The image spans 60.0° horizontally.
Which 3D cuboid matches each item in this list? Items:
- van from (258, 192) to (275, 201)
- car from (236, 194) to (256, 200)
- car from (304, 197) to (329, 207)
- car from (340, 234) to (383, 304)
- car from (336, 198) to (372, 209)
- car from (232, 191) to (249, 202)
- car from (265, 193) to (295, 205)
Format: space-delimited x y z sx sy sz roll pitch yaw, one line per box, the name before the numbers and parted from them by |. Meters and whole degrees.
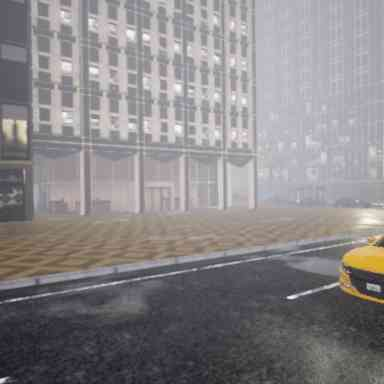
van | 14.555 0.829 65.680 1.690 1.788 3.998 -1 1 -34
car | 11.341 1.019 70.370 1.802 1.307 4.206 -1 1 -34
car | 17.196 1.364 46.823 1.802 1.307 4.206 -1 1 -34
car | 5.335 1.472 7.506 5.008 1.535 1.882 0 0 -36
car | 20.397 1.398 42.124 1.947 1.339 4.313 -1 1 -34
car | 8.103 0.779 64.982 2.150 2.045 5.566 -1 1 -34
car | 14.030 1.297 51.542 1.947 1.339 4.313 -1 1 -34
